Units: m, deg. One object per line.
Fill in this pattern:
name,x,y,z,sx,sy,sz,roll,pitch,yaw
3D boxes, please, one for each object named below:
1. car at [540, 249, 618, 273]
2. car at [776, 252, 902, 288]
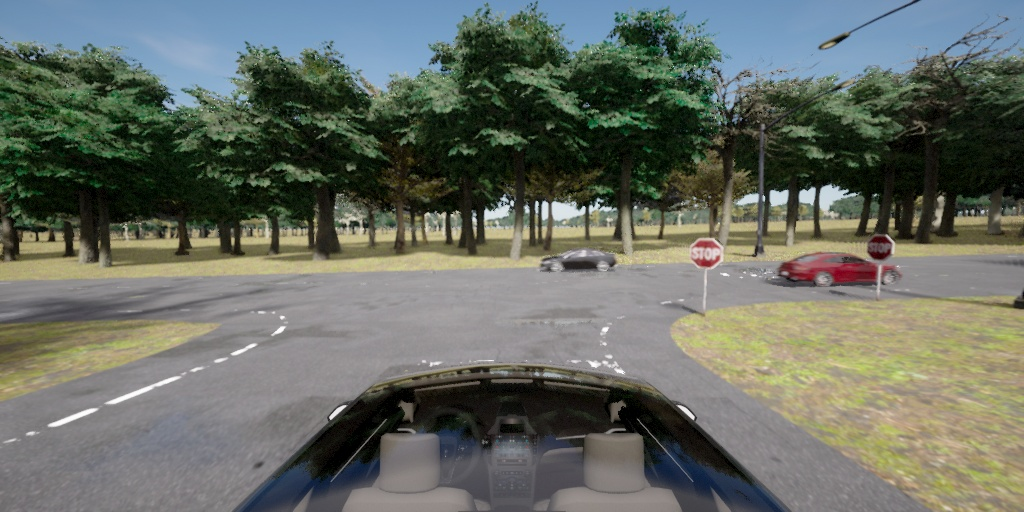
car,4.268,0.285,23.119,4.902,1.511,2.128,-1,4,0
car,14.550,0.548,16.094,4.674,1.442,1.812,-2,5,0
